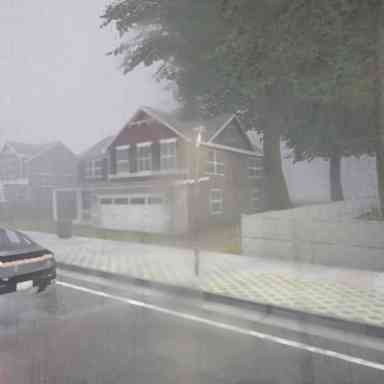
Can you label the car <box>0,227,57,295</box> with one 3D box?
[{"bbox_3d":[-5.100,1.546,7.625,4.902,1.511,2.128,0,0,35],"label":"car"}]
